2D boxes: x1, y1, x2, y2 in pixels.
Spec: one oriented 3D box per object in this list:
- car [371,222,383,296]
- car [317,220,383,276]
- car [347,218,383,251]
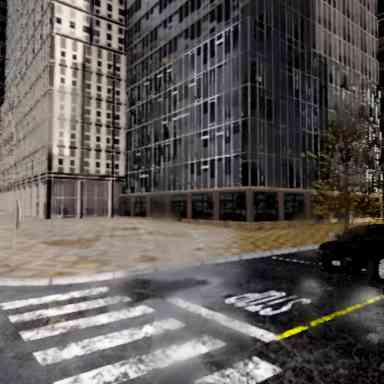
[{"bbox_3d":[6.159,1.573,7.342,4.553,1.767,2.097,2,-3,-38],"label":"car"},{"bbox_3d":[6.199,1.860,11.286,5.008,1.535,1.882,1,-3,-38],"label":"car"},{"bbox_3d":[10.414,2.156,17.821,4.829,1.417,1.752,2,-2,-38],"label":"car"}]
